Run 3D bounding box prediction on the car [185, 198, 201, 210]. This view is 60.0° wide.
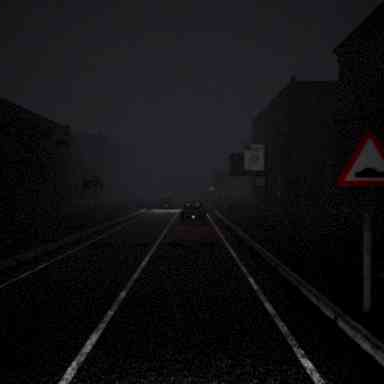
[{"bbox_3d":[0.083,1.514,42.369,1.895,1.301,4.718,0,0,0],"label":"car"}]

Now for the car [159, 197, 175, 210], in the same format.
[{"bbox_3d":[-3.106,1.421,42.098,1.837,1.490,4.892,0,0,0],"label":"car"}]

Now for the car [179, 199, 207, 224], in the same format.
[{"bbox_3d":[0.090,1.453,24.735,2.128,1.511,4.902,0,0,0],"label":"car"}]
